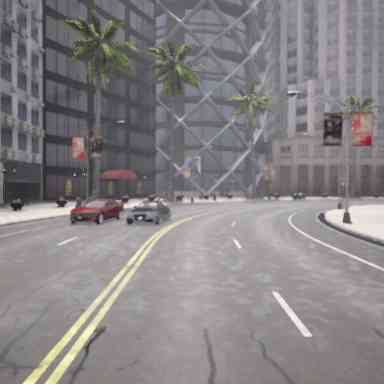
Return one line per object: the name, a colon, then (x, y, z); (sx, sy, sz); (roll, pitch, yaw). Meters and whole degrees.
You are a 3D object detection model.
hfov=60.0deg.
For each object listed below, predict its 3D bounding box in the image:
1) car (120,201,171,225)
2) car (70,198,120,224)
car: (-2.663, 1.299, 21.225); (1.994, 1.385, 4.181); (0, 1, 10)
car: (-6.105, 1.191, 21.857); (1.882, 1.535, 5.008); (0, 1, 10)
